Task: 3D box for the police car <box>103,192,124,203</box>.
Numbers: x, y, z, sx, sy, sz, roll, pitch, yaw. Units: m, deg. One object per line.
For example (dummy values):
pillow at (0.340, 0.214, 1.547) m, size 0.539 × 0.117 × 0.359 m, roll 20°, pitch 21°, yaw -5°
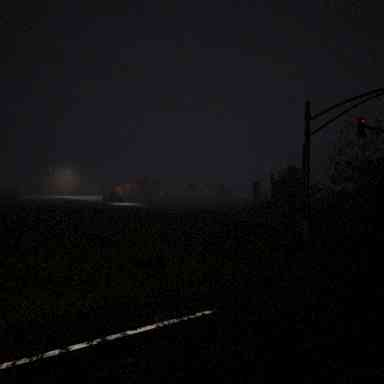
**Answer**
police car at (-11.755, 0.822, 49.828) m, size 2.038 × 1.542 × 4.974 m, roll 1°, pitch 0°, yaw -32°
